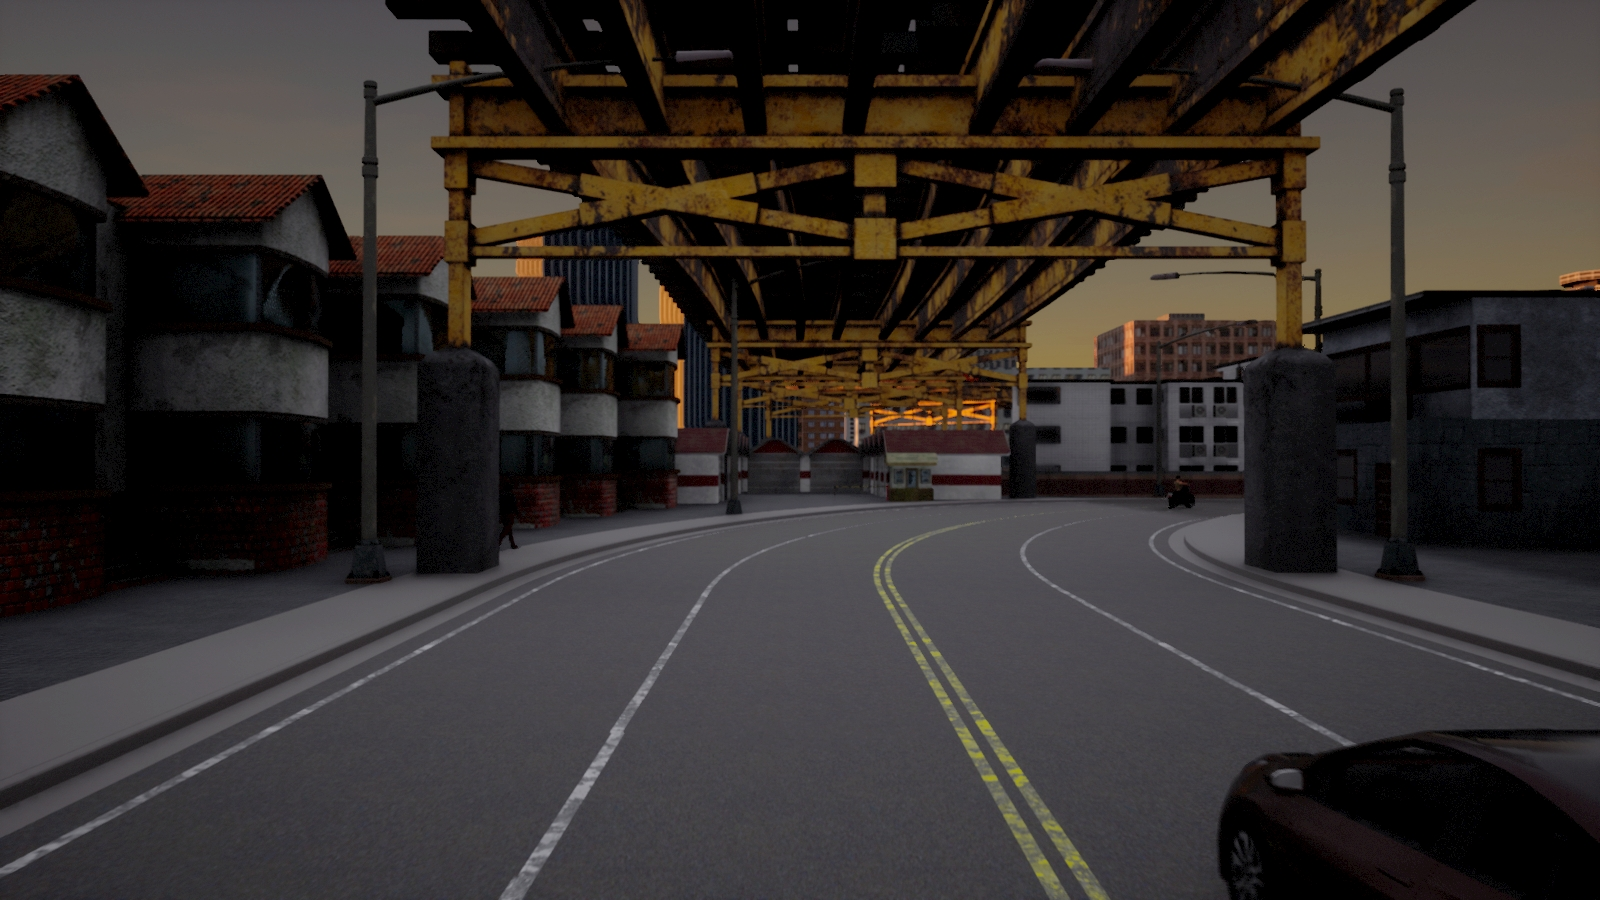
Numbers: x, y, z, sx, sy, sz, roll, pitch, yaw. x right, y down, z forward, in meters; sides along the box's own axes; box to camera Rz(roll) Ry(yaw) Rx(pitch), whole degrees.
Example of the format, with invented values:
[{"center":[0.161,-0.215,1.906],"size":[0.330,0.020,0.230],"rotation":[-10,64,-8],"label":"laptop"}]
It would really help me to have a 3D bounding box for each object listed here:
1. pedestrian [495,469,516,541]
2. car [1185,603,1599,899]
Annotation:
[{"center":[-7.669,1.419,29.795],"size":[0.375,1.860,0.375],"rotation":[0,-1,22],"label":"pedestrian"},{"center":[3.489,1.751,5.129],"size":[2.007,1.525,4.514],"rotation":[0,0,0],"label":"car"}]
